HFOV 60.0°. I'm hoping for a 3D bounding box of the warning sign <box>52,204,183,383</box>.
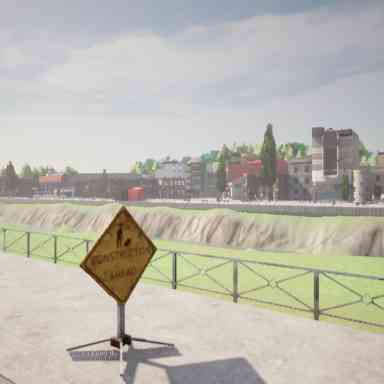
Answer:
[{"bbox_3d":[-0.929,1.112,4.348,1.060,1.860,1.300,0,0,35],"label":"warning sign"}]
